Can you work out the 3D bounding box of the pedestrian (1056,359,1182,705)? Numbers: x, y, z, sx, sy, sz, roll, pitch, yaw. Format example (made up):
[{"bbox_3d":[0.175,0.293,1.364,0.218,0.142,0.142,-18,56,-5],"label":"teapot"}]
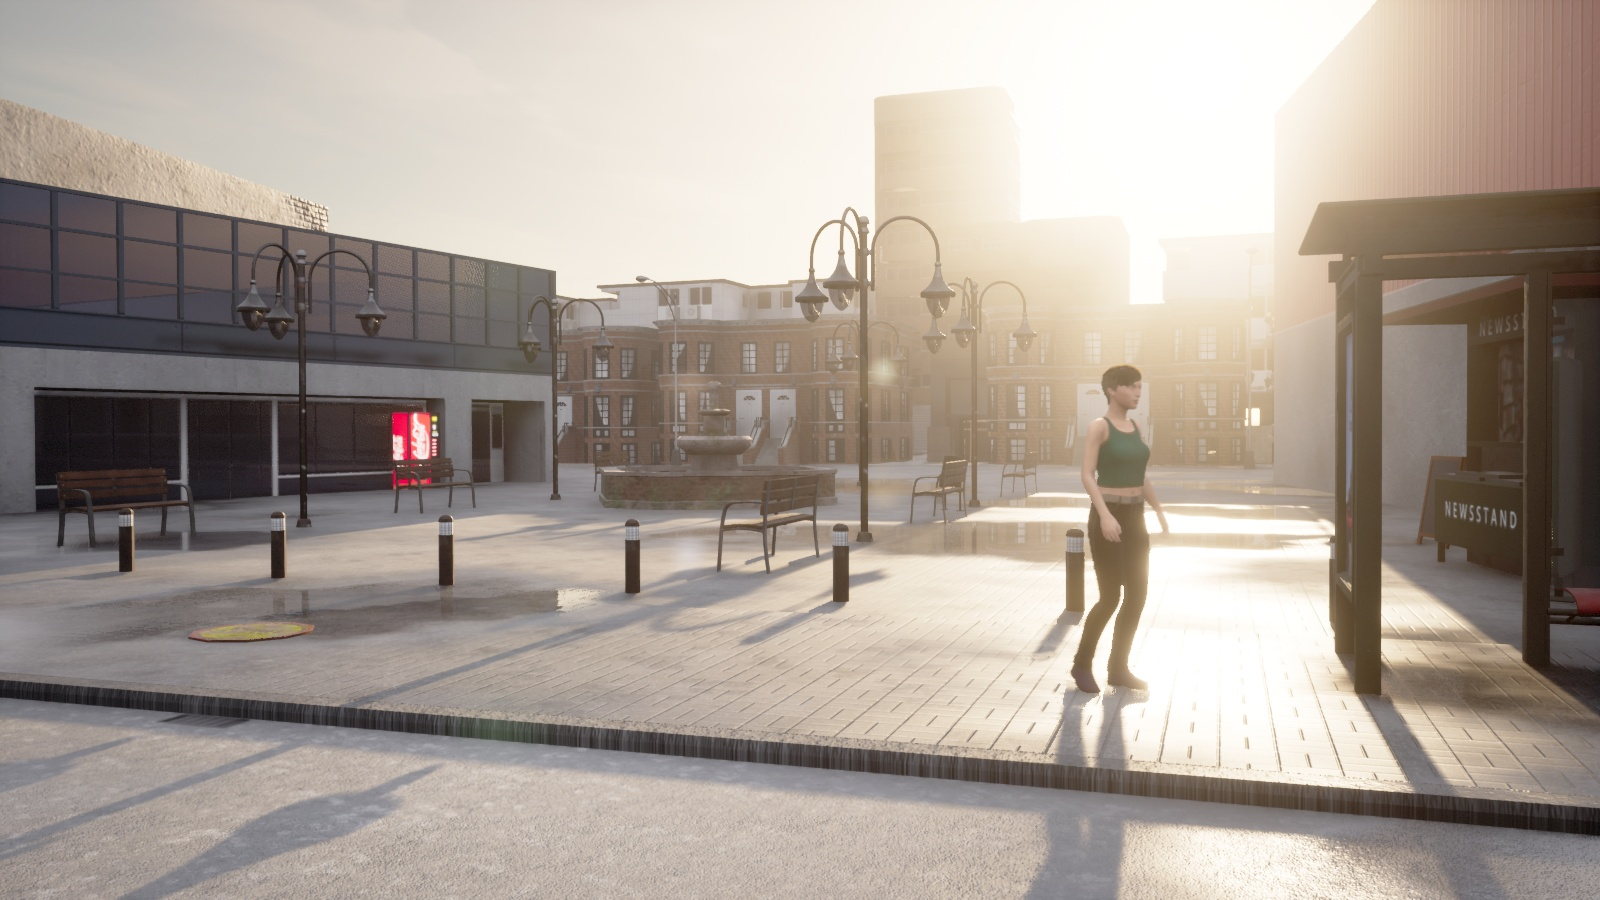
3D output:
[{"bbox_3d":[1.772,0.431,7.009,0.345,1.836,0.594,0,1,-33],"label":"pedestrian"}]
